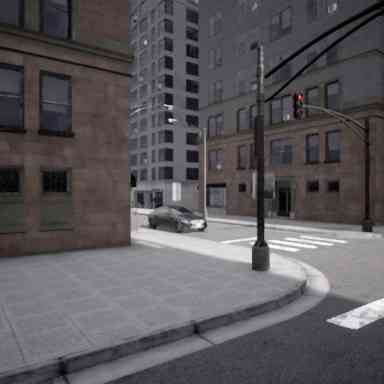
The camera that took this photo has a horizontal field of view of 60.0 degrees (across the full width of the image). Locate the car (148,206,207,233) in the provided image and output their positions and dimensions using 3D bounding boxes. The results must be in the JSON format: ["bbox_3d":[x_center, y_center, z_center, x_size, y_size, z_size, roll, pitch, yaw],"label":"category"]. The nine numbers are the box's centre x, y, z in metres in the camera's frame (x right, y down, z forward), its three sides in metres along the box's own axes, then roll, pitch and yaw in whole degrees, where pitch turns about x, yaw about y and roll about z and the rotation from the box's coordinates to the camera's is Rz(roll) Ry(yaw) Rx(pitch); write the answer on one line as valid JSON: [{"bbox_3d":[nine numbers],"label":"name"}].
[{"bbox_3d":[-1.026,1.577,20.192,1.812,1.442,4.674,0,0,-37],"label":"car"}]
